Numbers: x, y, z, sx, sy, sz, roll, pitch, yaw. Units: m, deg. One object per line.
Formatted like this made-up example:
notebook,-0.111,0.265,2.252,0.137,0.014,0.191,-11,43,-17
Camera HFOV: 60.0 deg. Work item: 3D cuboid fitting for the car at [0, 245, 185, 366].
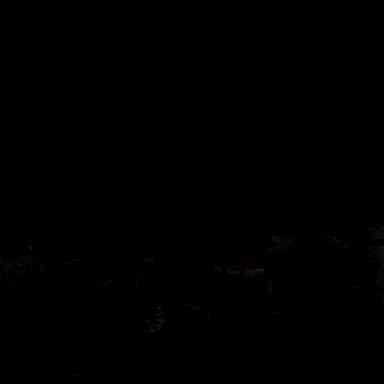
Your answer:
car,-2.115,1.567,5.028,4.313,1.339,1.947,0,0,-35

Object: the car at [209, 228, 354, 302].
car,2.365,1.586,8.221,4.206,1.307,1.802,0,0,-35
